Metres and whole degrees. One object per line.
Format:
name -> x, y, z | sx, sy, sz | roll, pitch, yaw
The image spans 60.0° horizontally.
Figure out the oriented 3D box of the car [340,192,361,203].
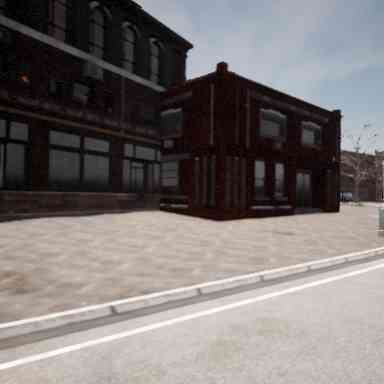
car -> 26.715, 0.996, 57.937 | 2.150, 2.045, 5.566 | 2, 0, -16
